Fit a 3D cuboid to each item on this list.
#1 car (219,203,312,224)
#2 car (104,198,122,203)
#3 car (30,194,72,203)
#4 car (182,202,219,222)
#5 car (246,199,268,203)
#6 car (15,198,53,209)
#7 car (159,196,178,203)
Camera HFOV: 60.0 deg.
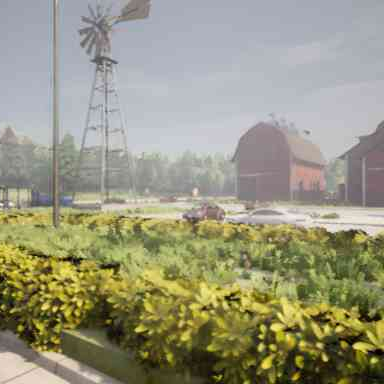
[{"bbox_3d":[4.066,1.534,18.005,4.674,1.442,1.812,0,0,35],"label":"car"},{"bbox_3d":[-12.939,1.617,55.988,1.994,1.385,4.181,0,0,36],"label":"car"},{"bbox_3d":[-19.463,1.275,46.835,2.150,2.045,5.566,0,0,36],"label":"car"},{"bbox_3d":[0.977,1.538,26.065,1.784,1.438,3.905,0,0,35],"label":"car"},{"bbox_3d":[7.401,1.525,37.275,1.816,1.474,4.193,0,0,35],"label":"car"},{"bbox_3d":[-22.817,1.583,48.302,1.812,1.442,4.674,0,0,36],"label":"car"},{"bbox_3d":[-4.717,1.579,67.403,1.812,1.442,4.674,0,0,36],"label":"car"}]
